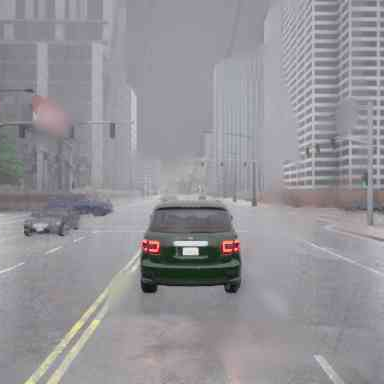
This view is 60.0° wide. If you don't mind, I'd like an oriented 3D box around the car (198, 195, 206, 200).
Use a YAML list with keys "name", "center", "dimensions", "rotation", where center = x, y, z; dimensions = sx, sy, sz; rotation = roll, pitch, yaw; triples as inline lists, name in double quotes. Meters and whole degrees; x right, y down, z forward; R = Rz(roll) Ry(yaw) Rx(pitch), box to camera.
- name: "car"
  center: [2.731, 1.500, 90.601]
  dimensions: [1.837, 1.490, 4.892]
  rotation: [0, 0, 0]

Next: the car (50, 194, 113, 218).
- name: "car"
  center: [-9.965, 1.223, 29.747]
  dimensions: [5.566, 2.045, 2.150]
  rotation: [0, 0, -1]

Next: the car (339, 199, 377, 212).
- name: "car"
  center: [19.463, 1.547, 37.359]
  dimensions: [5.357, 1.411, 2.033]
  rotation: [0, 0, -1]

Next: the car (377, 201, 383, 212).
- name: "car"
  center: [22.132, 1.478, 33.894]
  dimensions: [5.008, 1.535, 1.882]
  rotation: [0, 0, -1]

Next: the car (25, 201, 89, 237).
- name: "car"
  center: [-7.372, 1.491, 18.060]
  dimensions: [2.128, 1.511, 4.902]
  rotation: [0, 0, -5]

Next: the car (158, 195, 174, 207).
- name: "car"
  center: [-4.030, 1.352, 52.249]
  dimensions: [2.097, 1.767, 4.553]
  rotation: [0, 0, 0]

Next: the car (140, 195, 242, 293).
- name: "car"
  center: [-0.021, 1.221, 8.991]
  dimensions: [2.150, 2.045, 5.566]
  rotation: [0, 0, 0]

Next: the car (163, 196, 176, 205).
- name: "car"
  center: [-4.086, 1.547, 61.872]
  dimensions: [2.033, 1.411, 5.357]
  rotation: [0, 0, 0]

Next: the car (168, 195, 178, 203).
- name: "car"
  center: [-4.110, 1.500, 72.176]
  dimensions: [1.837, 1.490, 4.892]
  rotation: [0, 0, 0]
